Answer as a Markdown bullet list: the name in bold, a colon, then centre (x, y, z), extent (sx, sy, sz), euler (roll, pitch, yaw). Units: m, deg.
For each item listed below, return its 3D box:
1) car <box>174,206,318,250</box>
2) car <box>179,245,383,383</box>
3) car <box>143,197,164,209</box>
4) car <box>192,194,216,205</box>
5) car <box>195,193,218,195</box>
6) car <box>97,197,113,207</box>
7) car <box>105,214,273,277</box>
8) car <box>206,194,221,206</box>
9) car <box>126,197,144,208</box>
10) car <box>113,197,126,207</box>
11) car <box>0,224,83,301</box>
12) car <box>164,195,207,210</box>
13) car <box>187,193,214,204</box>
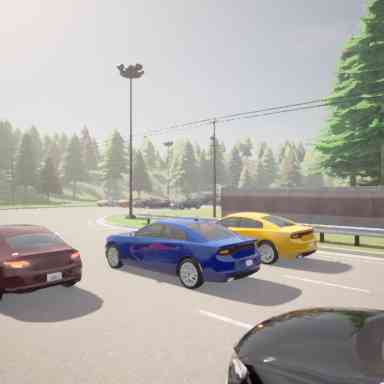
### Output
- **car**: centre (1.857, 1.478, 11.914), extent (5.008, 1.535, 1.882), euler (0, 0, 43)
- **car**: centre (2.430, 1.492, 1.975), extent (4.902, 1.511, 2.128), euler (0, 0, 42)
- **car**: centre (-3.749, 1.603, 44.592), extent (1.895, 1.301, 4.718), euler (0, 0, 43)
- **car**: centre (2.247, 1.355, 61.412), extent (2.097, 1.767, 4.553), euler (0, 0, 43)
- **car**: centre (2.412, 1.216, 56.447), extent (2.150, 2.045, 5.566), euler (0, 1, 43)
- **car**: centre (-12.299, 1.529, 50.803), extent (1.812, 1.442, 4.674), euler (0, 1, 42)
- **car**: centre (-0.503, 1.478, 9.328), extent (5.008, 1.535, 1.882), euler (0, 0, 43)
- **car**: centre (4.439, 1.529, 53.473), extent (1.812, 1.442, 4.674), euler (0, 1, 43)
- **car**: centre (-6.300, 1.493, 46.988), extent (2.128, 1.511, 4.902), euler (0, 0, 43)
- **car**: centre (-8.693, 1.480, 49.557), extent (1.882, 1.535, 5.008), euler (0, 0, 43)
- **car**: centre (-4.442, 1.526, 8.191), extent (4.674, 1.442, 1.812), euler (0, 0, 42)
- **car**: centre (-0.779, 1.493, 42.648), extent (2.128, 1.511, 4.902), euler (0, 0, 43)
- **car**: centre (1.729, 1.226, 65.970), extent (2.150, 2.045, 5.566), euler (0, 0, 43)
